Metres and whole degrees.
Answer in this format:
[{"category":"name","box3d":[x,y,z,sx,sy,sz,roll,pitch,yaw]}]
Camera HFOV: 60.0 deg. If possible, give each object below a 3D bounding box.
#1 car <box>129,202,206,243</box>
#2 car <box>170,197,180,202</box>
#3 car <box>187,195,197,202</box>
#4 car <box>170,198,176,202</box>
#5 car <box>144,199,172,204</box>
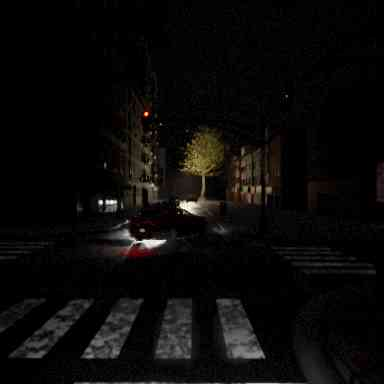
[{"category":"car","box3d":[-0.985,1.487,16.327,1.882,1.535,5.008,2,1,28]},{"category":"car","box3d":[-2.929,1.580,43.324,1.994,1.385,4.181,0,0,0]},{"category":"car","box3d":[-0.075,1.393,69.532,2.097,1.767,4.553,0,0,0]},{"category":"car","box3d":[-2.936,1.613,34.138,1.895,1.301,4.718,0,0,0]},{"category":"car","box3d":[-2.910,1.501,24.927,2.128,1.511,4.902,0,0,0]}]
